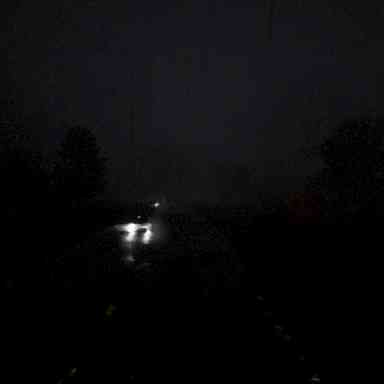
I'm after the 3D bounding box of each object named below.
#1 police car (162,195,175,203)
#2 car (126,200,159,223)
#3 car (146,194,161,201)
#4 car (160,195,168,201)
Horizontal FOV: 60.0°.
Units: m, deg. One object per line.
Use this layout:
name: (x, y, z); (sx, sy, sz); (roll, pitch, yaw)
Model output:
police car: (-4.969, 1.564, 74.800); (1.930, 1.638, 5.238); (0, 0, -9)
car: (-3.870, 1.608, 25.710); (1.994, 1.385, 4.181); (0, 0, -3)
car: (-7.833, 1.477, 67.466); (2.097, 1.767, 4.553); (0, 0, -8)
car: (-7.676, 1.681, 90.536); (1.837, 1.490, 4.892); (0, 0, -11)
